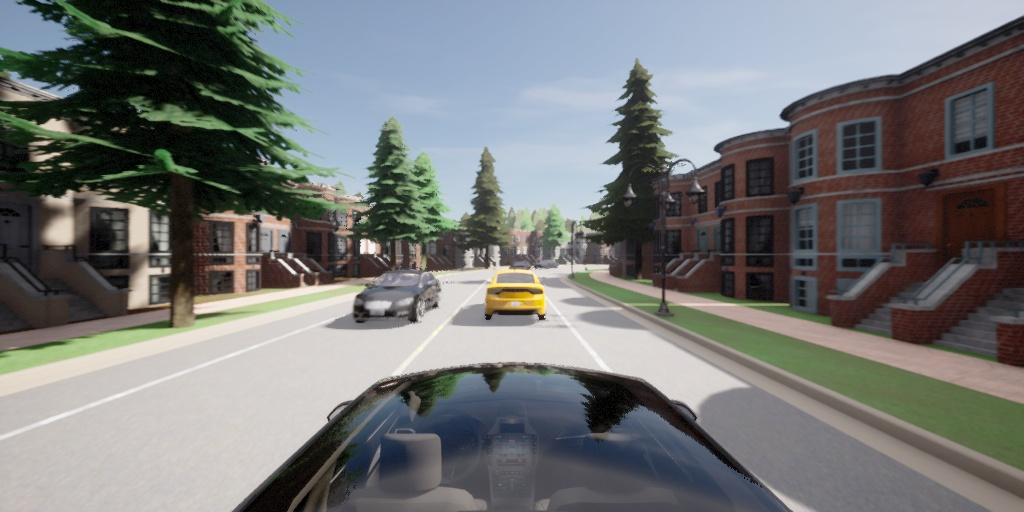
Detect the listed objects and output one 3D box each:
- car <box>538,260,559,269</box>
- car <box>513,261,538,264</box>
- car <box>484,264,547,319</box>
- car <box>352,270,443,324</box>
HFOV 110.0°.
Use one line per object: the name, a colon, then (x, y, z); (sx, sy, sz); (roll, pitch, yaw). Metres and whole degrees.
car: (5.139, 1.251, 53.732); (2.033, 1.411, 5.357); (0, 0, 34)
car: (0.903, 1.213, 32.949); (2.128, 1.511, 4.902); (0, 0, 8)
car: (0.099, 1.218, 12.737); (1.882, 1.535, 5.008); (0, 0, 0)
car: (-3.586, 1.232, 11.999); (2.128, 1.511, 4.902); (0, 0, 0)
